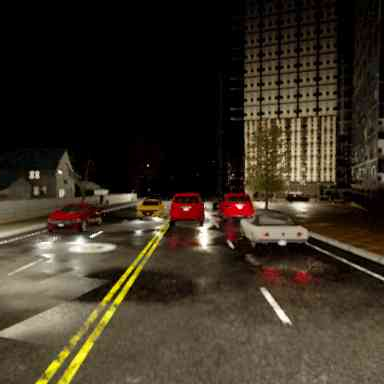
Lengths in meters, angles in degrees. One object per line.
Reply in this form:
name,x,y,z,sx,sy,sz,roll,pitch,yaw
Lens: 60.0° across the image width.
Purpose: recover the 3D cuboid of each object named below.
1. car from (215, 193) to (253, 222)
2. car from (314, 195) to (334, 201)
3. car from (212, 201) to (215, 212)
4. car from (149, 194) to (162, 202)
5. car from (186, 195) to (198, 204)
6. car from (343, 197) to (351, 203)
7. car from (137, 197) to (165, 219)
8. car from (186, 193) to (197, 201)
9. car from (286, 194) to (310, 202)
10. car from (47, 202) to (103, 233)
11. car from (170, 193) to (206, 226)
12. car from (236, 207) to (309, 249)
car,3.227,1.109,25.114,2.150,2.045,5.566,0,0,0
car,30.977,1.428,77.924,4.403,1.369,2.008,1,2,20
car,3.218,1.444,36.119,1.895,1.301,4.718,0,0,0
car,-6.554,1.008,60.418,1.895,1.301,4.718,0,0,0
car,0.029,1.328,58.684,1.994,1.385,4.181,0,0,0
car,33.598,1.703,68.581,4.507,1.381,1.887,1,2,20
car,-3.375,1.353,27.909,1.882,1.535,5.008,0,0,0
car,-0.115,1.073,74.000,2.097,1.767,4.553,0,0,-6
car,22.948,1.370,72.462,5.009,1.841,2.192,1,2,20
car,-6.617,1.390,19.286,1.882,1.535,5.008,0,0,0
car,-0.273,1.121,22.605,2.150,2.045,5.566,0,0,2
car,3.238,1.535,14.112,1.895,1.301,4.718,0,0,0
